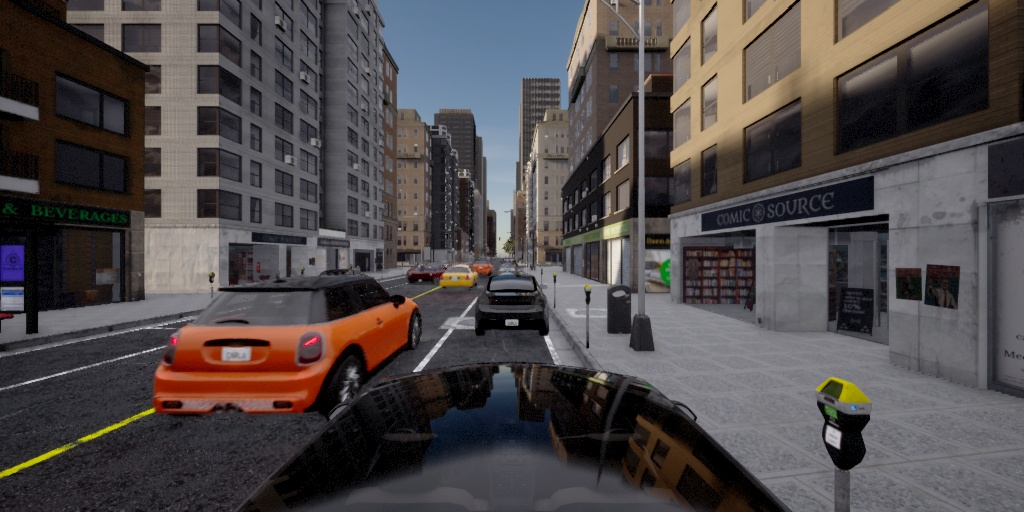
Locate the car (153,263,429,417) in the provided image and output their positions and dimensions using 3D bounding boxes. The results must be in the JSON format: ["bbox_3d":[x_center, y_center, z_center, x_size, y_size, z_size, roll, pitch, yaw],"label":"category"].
[{"bbox_3d":[-3.050,1.103,6.097,2.097,1.767,4.553,0,0,0],"label":"car"}]

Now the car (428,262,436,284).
[{"bbox_3d":[-6.250,1.351,26.635,1.895,1.301,4.718,0,0,0],"label":"car"}]

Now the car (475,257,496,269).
[{"bbox_3d":[-3.049,1.104,36.908,2.097,1.767,4.553,0,0,0],"label":"car"}]

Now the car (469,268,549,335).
[{"bbox_3d":[0.000,1.254,10.500,1.837,1.490,4.892,0,0,0],"label":"car"}]

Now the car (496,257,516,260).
[{"bbox_3d":[-0.288,1.066,40.309,2.192,1.841,5.009,0,0,0],"label":"car"}]

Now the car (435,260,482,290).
[{"bbox_3d":[-3.146,1.207,22.209,1.801,1.575,5.366,0,0,0],"label":"car"}]

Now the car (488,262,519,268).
[{"bbox_3d":[-0.288,1.301,23.738,2.007,1.370,4.403,0,0,0],"label":"car"}]
